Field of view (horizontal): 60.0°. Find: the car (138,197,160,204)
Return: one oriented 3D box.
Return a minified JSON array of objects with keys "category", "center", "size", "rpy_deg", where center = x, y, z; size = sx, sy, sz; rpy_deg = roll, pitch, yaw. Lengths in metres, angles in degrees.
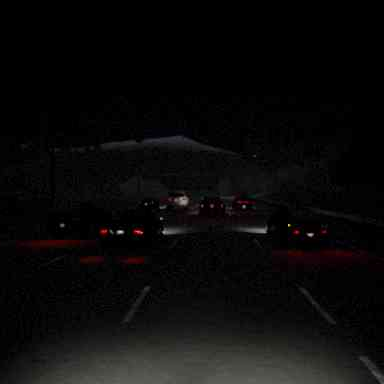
[{"category":"car","center":[-4.941,1.273,38.391],"size":[1.994,1.385,4.181],"rpy_deg":[0,0,2]}]

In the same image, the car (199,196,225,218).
[{"category":"car","center":[1.665,1.140,28.240],"size":[2.097,1.767,4.553],"rpy_deg":[0,0,2]}]

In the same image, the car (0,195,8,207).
[{"category":"car","center":[-19.325,1.091,33.781],"size":[2.097,1.767,4.553],"rpy_deg":[0,0,2]}]

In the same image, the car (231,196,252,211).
[{"category":"car","center":[5.509,1.228,36.916],"size":[1.837,1.490,4.892],"rpy_deg":[0,0,2]}]

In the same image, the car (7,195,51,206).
[{"category":"car","center":[-15.838,1.234,33.401],"size":[2.128,1.511,4.902],"rpy_deg":[0,0,2]}]

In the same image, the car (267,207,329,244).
[{"category":"car","center":[4.625,1.414,14.968],"size":[1.812,1.442,4.674],"rpy_deg":[0,0,3]}]

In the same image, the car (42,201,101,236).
[{"category":"car","center":[-5.769,1.343,17.574],"size":[1.882,1.535,5.008],"rpy_deg":[0,0,2]}]

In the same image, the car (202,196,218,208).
[{"category":"car","center":[2.267,1.236,43.582],"size":[1.994,1.385,4.181],"rpy_deg":[0,0,2]}]

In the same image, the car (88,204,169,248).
[{"category":"car","center":[-2.396,1.439,14.169],"size":[2.033,1.411,5.357],"rpy_deg":[0,0,2]}]

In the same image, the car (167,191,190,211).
[{"category":"car","center":[-1.506,0.938,36.621],"size":[2.150,2.045,5.566],"rpy_deg":[0,-1,2]}]
